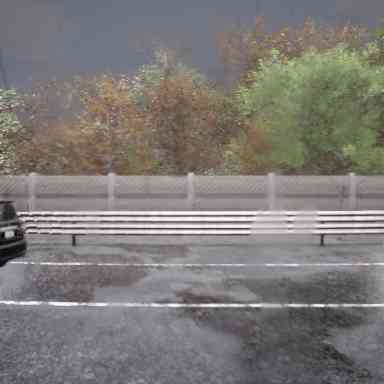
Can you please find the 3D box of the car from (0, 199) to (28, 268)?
[{"bbox_3d":[-7.300,1.187,8.849,5.566,2.045,2.150,0,0,7],"label":"car"}]
